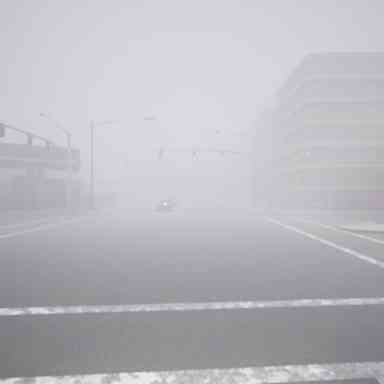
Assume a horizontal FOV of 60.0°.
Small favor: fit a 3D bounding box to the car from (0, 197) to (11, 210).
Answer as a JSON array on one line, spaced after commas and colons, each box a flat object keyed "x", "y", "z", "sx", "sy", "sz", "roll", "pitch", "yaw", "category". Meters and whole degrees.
[{"x": -23.300, "y": 1.284, "z": 36.917, "sx": 4.611, "sy": 1.667, "sz": 2.242, "roll": 0, "pitch": 0, "yaw": 1, "category": "car"}]

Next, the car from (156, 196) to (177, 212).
[{"x": -3.102, "y": 1.536, "z": 38.621, "sx": 2.033, "sy": 1.411, "sz": 5.357, "roll": 0, "pitch": 0, "yaw": -1, "category": "car"}]

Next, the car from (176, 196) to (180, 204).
[{"x": -3.212, "y": 1.491, "z": 49.005, "sx": 1.837, "sy": 1.490, "sz": 4.892, "roll": 0, "pitch": 0, "yaw": 0, "category": "car"}]

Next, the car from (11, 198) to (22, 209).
[{"x": -24.015, "y": 1.443, "z": 42.668, "sx": 3.806, "sy": 1.475, "sz": 1.970, "roll": 0, "pitch": 0, "yaw": 1, "category": "car"}]

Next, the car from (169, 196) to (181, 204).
[{"x": -3.273, "y": 1.544, "z": 63.443, "sx": 1.994, "sy": 1.385, "sz": 4.181, "roll": 0, "pitch": 0, "yaw": 1, "category": "car"}]
